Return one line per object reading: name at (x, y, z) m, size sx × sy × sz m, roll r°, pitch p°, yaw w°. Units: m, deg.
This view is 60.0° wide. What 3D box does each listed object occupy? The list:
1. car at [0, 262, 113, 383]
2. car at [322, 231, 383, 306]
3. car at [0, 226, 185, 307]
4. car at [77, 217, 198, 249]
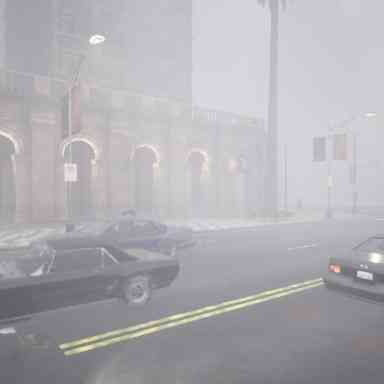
car at (-3.179, 1.548, 1.473) m, size 5.357 × 1.411 × 2.033 m, roll 0°, pitch 0°, yaw -36°
car at (5.156, 1.546, 7.451) m, size 5.357 × 1.411 × 2.033 m, roll 0°, pitch 0°, yaw -35°
car at (-2.663, 1.600, 6.398) m, size 4.718 × 1.301 × 1.895 m, roll 0°, pitch 0°, yaw -36°
car at (-2.375, 1.546, 10.908) m, size 5.357 × 1.411 × 2.033 m, roll 0°, pitch 0°, yaw -36°
